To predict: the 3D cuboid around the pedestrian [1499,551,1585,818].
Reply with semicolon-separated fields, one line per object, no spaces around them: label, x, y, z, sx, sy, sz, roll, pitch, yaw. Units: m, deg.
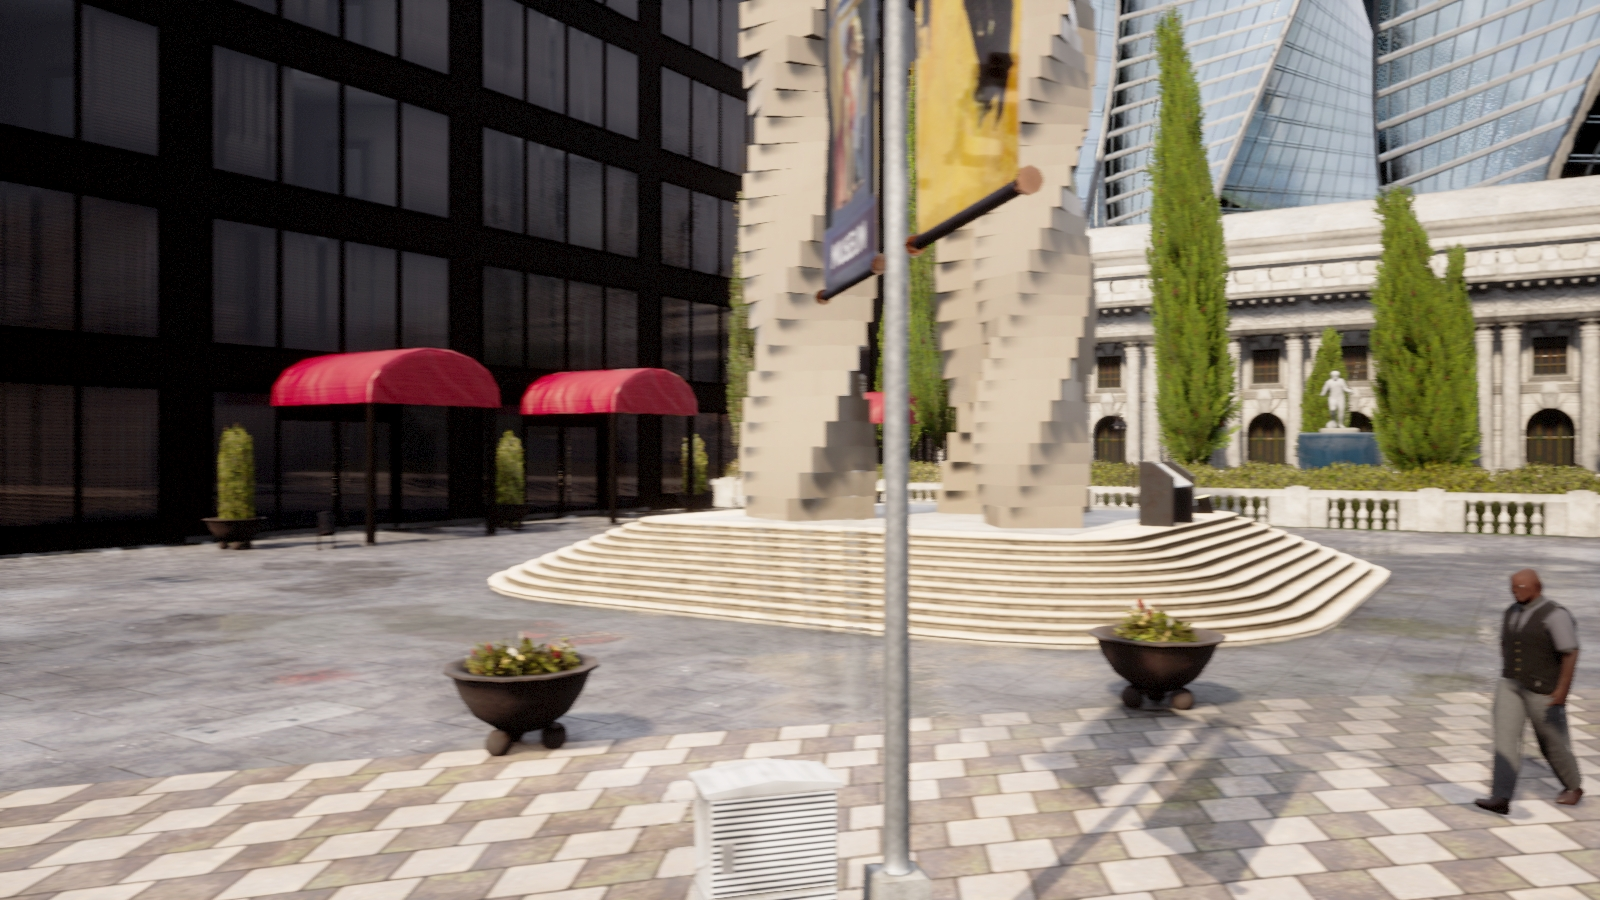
pedestrian;5.437;1.693;8.377;0.375;1.860;0.375;0;0;-17
